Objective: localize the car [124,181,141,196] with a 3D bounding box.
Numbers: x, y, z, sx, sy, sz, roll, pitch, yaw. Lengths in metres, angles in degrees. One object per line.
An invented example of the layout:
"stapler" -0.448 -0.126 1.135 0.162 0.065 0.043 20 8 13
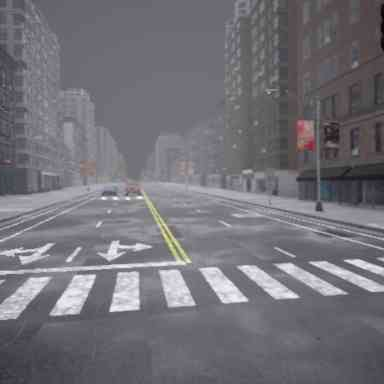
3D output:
"car" -8.655 -0.534 48.559 2.150 2.045 5.566 -1 2 -10

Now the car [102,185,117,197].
"car" -11.860 -0.218 48.050 1.882 1.535 5.008 -1 2 -10
